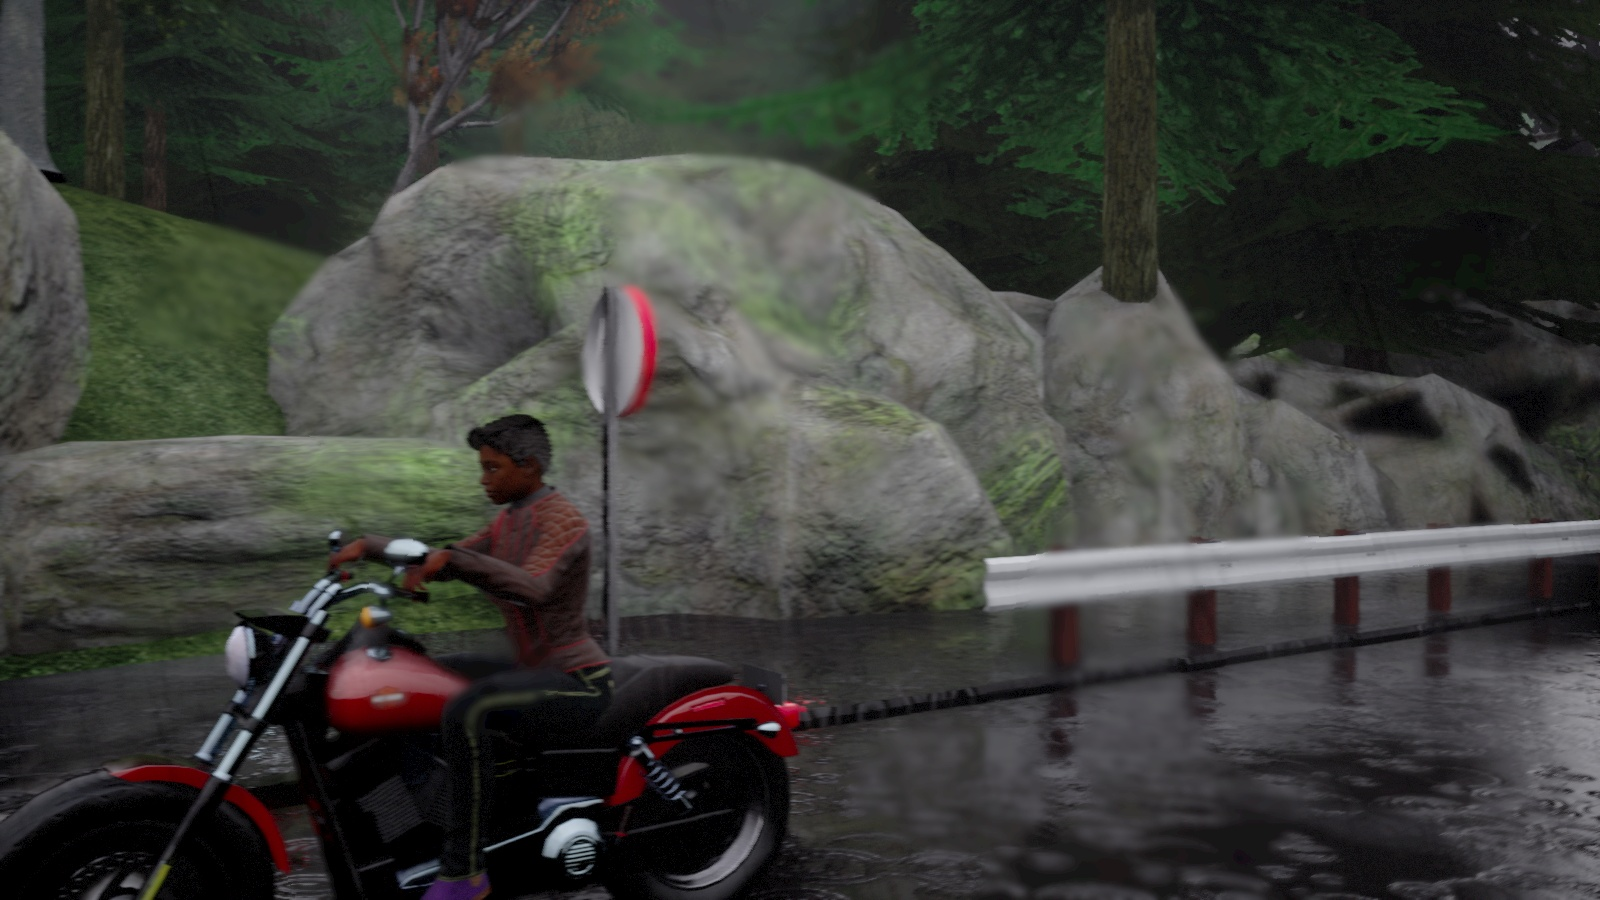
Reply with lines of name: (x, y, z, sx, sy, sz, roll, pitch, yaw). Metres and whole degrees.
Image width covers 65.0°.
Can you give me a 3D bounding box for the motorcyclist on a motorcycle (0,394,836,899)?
motorcyclist on a motorcycle: (-1.075, 0.706, 3.520, 2.350, 1.649, 0.766, 0, 0, -35)
